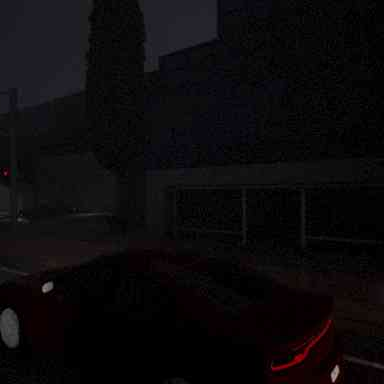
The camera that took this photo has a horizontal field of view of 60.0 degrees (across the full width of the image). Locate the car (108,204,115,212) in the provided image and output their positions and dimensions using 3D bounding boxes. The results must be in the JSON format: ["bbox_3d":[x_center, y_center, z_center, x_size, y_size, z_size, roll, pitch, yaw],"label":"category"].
[{"bbox_3d":[-8.047,1.692,40.913,2.128,1.511,4.902,0,0,36],"label":"car"}]

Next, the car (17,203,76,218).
[{"bbox_3d":[-14.044,1.749,32.550,2.033,1.411,5.357,0,0,36],"label":"car"}]

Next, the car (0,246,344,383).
[{"bbox_3d":[-0.708,1.498,4.494,5.008,1.535,1.882,0,0,35],"label":"car"}]
